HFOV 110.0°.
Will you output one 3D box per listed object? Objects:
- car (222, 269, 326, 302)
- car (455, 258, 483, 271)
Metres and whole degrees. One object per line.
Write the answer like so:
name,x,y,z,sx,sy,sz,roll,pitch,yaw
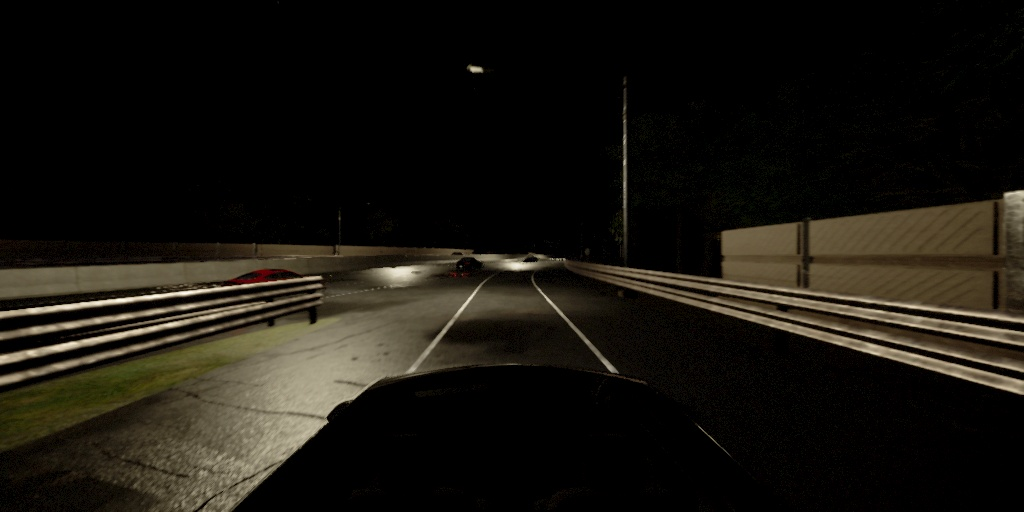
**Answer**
car,-11.128,1.322,16.993,1.812,1.442,4.674,0,1,16
car,-4.761,0.895,39.927,1.812,1.442,4.674,0,1,16
